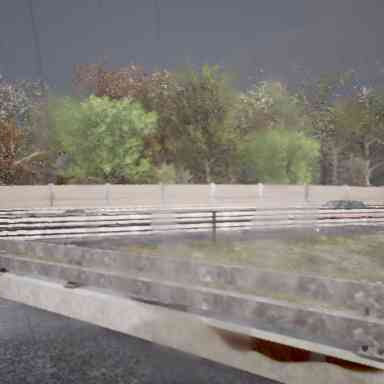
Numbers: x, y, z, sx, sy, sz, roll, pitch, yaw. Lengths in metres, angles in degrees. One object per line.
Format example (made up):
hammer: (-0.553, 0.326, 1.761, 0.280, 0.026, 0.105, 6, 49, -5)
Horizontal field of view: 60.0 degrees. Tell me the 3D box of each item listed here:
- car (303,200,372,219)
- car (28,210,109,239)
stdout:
car: (10.098, 1.357, 23.154, 4.553, 1.767, 2.097, 1, -1, -16)
car: (-6.743, 1.709, 18.353, 4.181, 1.385, 1.994, -1, 0, -14)
